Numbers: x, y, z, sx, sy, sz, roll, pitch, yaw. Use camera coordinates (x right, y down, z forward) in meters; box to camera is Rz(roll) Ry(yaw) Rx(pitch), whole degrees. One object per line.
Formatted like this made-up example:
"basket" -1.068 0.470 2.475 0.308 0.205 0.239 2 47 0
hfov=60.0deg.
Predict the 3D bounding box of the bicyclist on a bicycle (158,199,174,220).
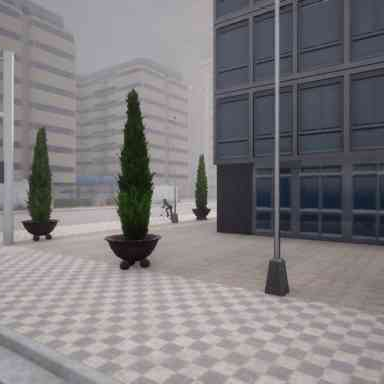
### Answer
"bicyclist on a bicycle" -1.999 1.356 25.879 1.656 1.620 0.582 0 0 35
